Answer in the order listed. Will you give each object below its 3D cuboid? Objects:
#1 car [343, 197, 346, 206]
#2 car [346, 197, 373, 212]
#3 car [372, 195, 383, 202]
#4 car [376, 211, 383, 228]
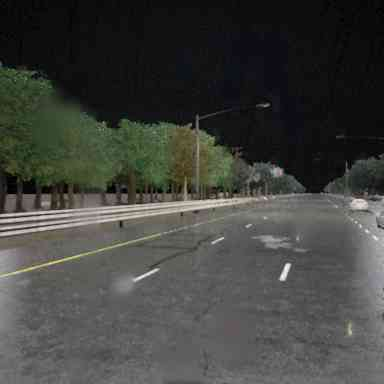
[{"bbox_3d":[26.888,1.570,56.821,2.128,1.511,4.902,0,0,27],"label":"car"},{"bbox_3d":[19.431,1.589,38.829,1.812,1.442,4.674,0,0,21],"label":"car"},{"bbox_3d":[44.892,1.613,80.749,4.892,1.490,1.837,0,0,-41],"label":"car"},{"bbox_3d":[12.051,1.633,19.385,1.895,1.301,4.718,0,0,21],"label":"car"}]
